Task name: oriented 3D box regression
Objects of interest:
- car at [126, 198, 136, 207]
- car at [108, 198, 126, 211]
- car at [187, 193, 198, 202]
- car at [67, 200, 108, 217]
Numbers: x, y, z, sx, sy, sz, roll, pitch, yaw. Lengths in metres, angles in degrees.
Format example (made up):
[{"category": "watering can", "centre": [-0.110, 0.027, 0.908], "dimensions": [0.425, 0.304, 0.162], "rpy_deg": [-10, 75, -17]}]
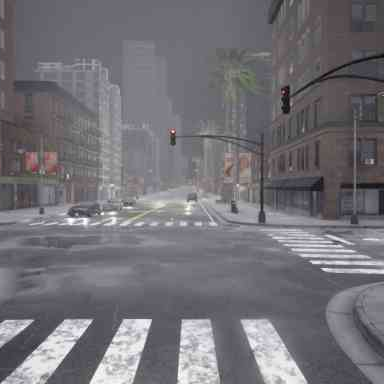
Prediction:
[{"category": "car", "centre": [-9.846, 1.542, 51.206], "dimensions": [1.994, 1.385, 4.181], "rpy_deg": [0, 0, 1]}, {"category": "car", "centre": [-9.859, 1.589, 41.135], "dimensions": [1.895, 1.301, 4.718], "rpy_deg": [0, 0, 0]}, {"category": "car", "centre": [0.039, 1.162, 71.992], "dimensions": [2.150, 2.045, 5.566], "rpy_deg": [0, 0, 0]}, {"category": "car", "centre": [-9.856, 1.540, 31.178], "dimensions": [2.033, 1.411, 5.357], "rpy_deg": [0, 0, 0]}]
